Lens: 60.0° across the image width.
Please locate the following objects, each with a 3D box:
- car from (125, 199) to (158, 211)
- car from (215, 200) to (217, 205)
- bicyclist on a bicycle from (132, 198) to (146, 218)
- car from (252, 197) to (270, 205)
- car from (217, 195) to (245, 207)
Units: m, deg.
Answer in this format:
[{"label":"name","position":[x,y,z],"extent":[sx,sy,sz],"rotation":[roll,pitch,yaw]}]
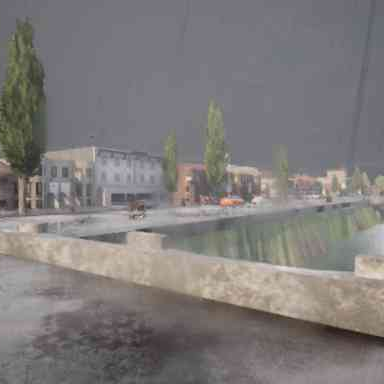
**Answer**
[{"label":"car","position":[-5.969,1.549,39.719],"extent":[1.994,1.385,4.181],"rotation":[0,0,36]},{"label":"car","position":[5.759,1.519,56.005],"extent":[1.837,1.490,4.892],"rotation":[0,0,36]},{"label":"bicyclist on a bicycle","position":[-4.418,1.339,27.434],"extent":[1.656,1.620,0.582],"rotation":[0,0,35]},{"label":"car","position":[11.935,1.513,57.777],"extent":[1.812,1.442,4.674],"rotation":[0,0,35]},{"label":"car","position":[6.147,1.340,49.577],"extent":[2.097,1.767,4.553],"rotation":[0,0,36]}]
